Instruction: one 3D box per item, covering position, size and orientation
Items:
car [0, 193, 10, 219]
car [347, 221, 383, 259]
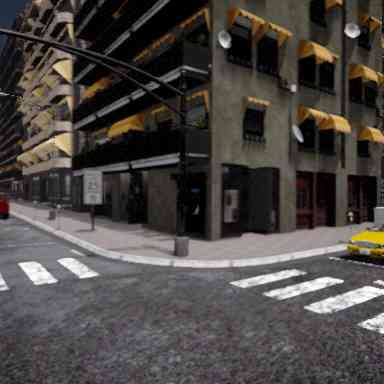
[{"bbox_3d":[-14.638,0.935,24.297,2.192,1.841,5.009,2,0,-36],"label":"car"},{"bbox_3d":[7.358,1.538,11.792,4.829,1.417,1.752,0,1,-35],"label":"car"}]
